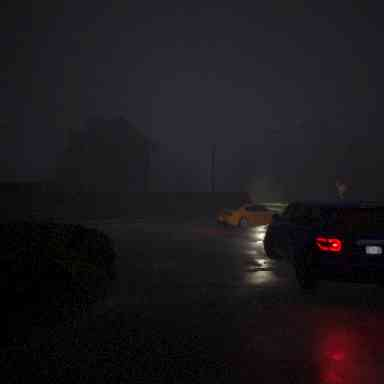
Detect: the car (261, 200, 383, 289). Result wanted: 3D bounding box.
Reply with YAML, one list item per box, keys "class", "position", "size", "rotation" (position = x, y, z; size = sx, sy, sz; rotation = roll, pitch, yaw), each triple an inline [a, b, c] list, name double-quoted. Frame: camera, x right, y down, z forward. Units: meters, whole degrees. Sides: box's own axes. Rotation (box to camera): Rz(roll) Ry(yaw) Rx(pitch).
- class: "car"
  position: [3.633, 1.231, 9.274]
  size: [2.150, 2.045, 5.566]
  rotation: [0, 0, 1]

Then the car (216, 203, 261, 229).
- class: "car"
  position: [3.901, 1.495, 21.809]
  size: [5.008, 1.535, 1.882]
  rotation: [0, 0, -31]
